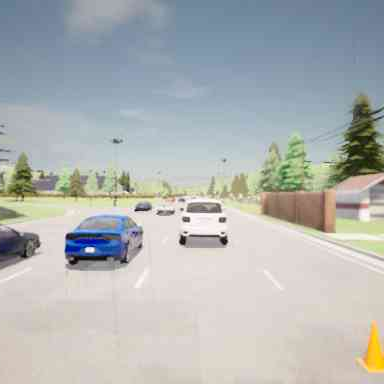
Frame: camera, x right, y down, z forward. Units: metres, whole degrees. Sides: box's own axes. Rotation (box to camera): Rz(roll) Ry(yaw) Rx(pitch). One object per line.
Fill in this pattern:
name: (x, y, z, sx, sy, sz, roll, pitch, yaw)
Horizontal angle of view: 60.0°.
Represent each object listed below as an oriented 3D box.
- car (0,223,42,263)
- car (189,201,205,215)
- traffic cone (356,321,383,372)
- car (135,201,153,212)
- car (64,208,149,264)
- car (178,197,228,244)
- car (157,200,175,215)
car: (-6.476, 1.569, 9.826, 2.033, 1.411, 5.357, 1, -1, 0)
car: (0.548, 1.889, 40.236, 1.812, 1.442, 4.674, 1, -1, 0)
traffic cone: (2.429, 2.021, 4.433, 0.340, 0.580, 0.340, 1, -1, 0)
car: (-6.449, 1.897, 45.002, 1.994, 1.385, 4.181, 1, -1, 0)
car: (-2.973, 1.556, 12.167, 1.882, 1.535, 5.008, 1, -1, 0)
car: (0.533, 1.377, 16.856, 2.150, 2.045, 5.566, 1, -1, 0)
car: (-2.954, 1.917, 39.008, 1.895, 1.301, 4.718, 1, -1, 0)
